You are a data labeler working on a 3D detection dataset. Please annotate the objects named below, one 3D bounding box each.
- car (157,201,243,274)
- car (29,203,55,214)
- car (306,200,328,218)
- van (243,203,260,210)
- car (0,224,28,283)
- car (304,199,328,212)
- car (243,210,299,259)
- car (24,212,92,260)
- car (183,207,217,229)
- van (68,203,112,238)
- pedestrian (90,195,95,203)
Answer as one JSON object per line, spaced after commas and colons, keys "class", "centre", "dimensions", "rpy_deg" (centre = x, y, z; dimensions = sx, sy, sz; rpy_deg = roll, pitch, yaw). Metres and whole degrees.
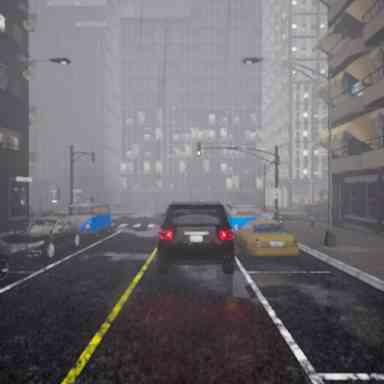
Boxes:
{"class": "car", "centre": [0.120, 1.320, 11.004], "dimensions": [2.150, 2.045, 5.566], "rpy_deg": [0, -1, 0]}
{"class": "car", "centre": [-16.141, 1.804, 32.144], "dimensions": [5.357, 1.411, 2.033], "rpy_deg": [0, 0, 1]}
{"class": "car", "centre": [14.910, 1.918, 35.064], "dimensions": [4.674, 1.442, 1.812], "rpy_deg": [0, 0, -1]}
{"class": "van", "centre": [2.728, 1.515, 18.368], "dimensions": [1.690, 1.788, 3.998], "rpy_deg": [-1, -1, 0]}
{"class": "car", "centre": [-5.680, 1.636, 7.215], "dimensions": [1.947, 1.339, 4.313], "rpy_deg": [-1, -1, 0]}
{"class": "car", "centre": [15.344, 1.698, 37.663], "dimensions": [5.009, 1.841, 2.192], "rpy_deg": [0, 0, 1]}
{"class": "car", "centre": [2.716, 1.648, 12.935], "dimensions": [1.752, 1.417, 4.829], "rpy_deg": [-1, -1, 0]}
{"class": "car", "centre": [-5.665, 1.673, 12.817], "dimensions": [2.008, 1.369, 4.403], "rpy_deg": [-1, -1, 0]}
{"class": "car", "centre": [0.699, 1.808, 24.339], "dimensions": [1.994, 1.385, 4.181], "rpy_deg": [0, -1, 8]}
{"class": "van", "centre": [-5.652, 1.516, 18.421], "dimensions": [1.690, 1.788, 3.998], "rpy_deg": [-1, -1, 0]}
{"class": "pedestrian", "centre": [-12.279, 1.281, 40.844], "dimensions": [0.375, 1.860, 0.375], "rpy_deg": [0, 0, 1]}
